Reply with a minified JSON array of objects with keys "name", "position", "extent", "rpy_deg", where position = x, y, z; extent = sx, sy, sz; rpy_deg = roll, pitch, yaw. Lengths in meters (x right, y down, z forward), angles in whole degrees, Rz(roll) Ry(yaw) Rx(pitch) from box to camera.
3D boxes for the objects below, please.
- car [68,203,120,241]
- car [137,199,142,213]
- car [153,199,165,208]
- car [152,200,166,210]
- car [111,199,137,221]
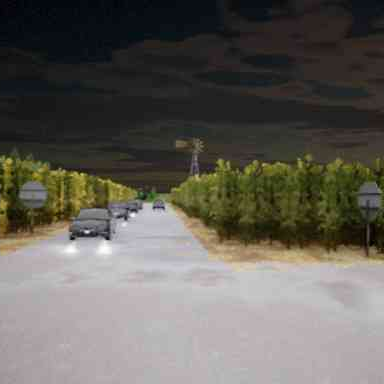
[{"name":"car","position":[-4.928,1.537,16.964],"extent":[1.837,1.490,4.892],"rpy_deg":[1,-1,-8]},{"name":"car","position":[-7.099,1.659,37.764],"extent":[1.994,1.385,4.181],"rpy_deg":[1,-1,-6]},{"name":"car","position":[-6.129,2.138,61.657],"extent":[2.033,1.411,5.357],"rpy_deg":[1,-1,-6]},{"name":"car","position":[-4.901,1.939,49.130],"extent":[2.033,1.411,5.357],"rpy_deg":[1,-1,-6]},{"name":"car","position":[-6.133,1.545,27.848],"extent":[2.128,1.511,4.902],"rpy_deg":[1,0,-6]}]
